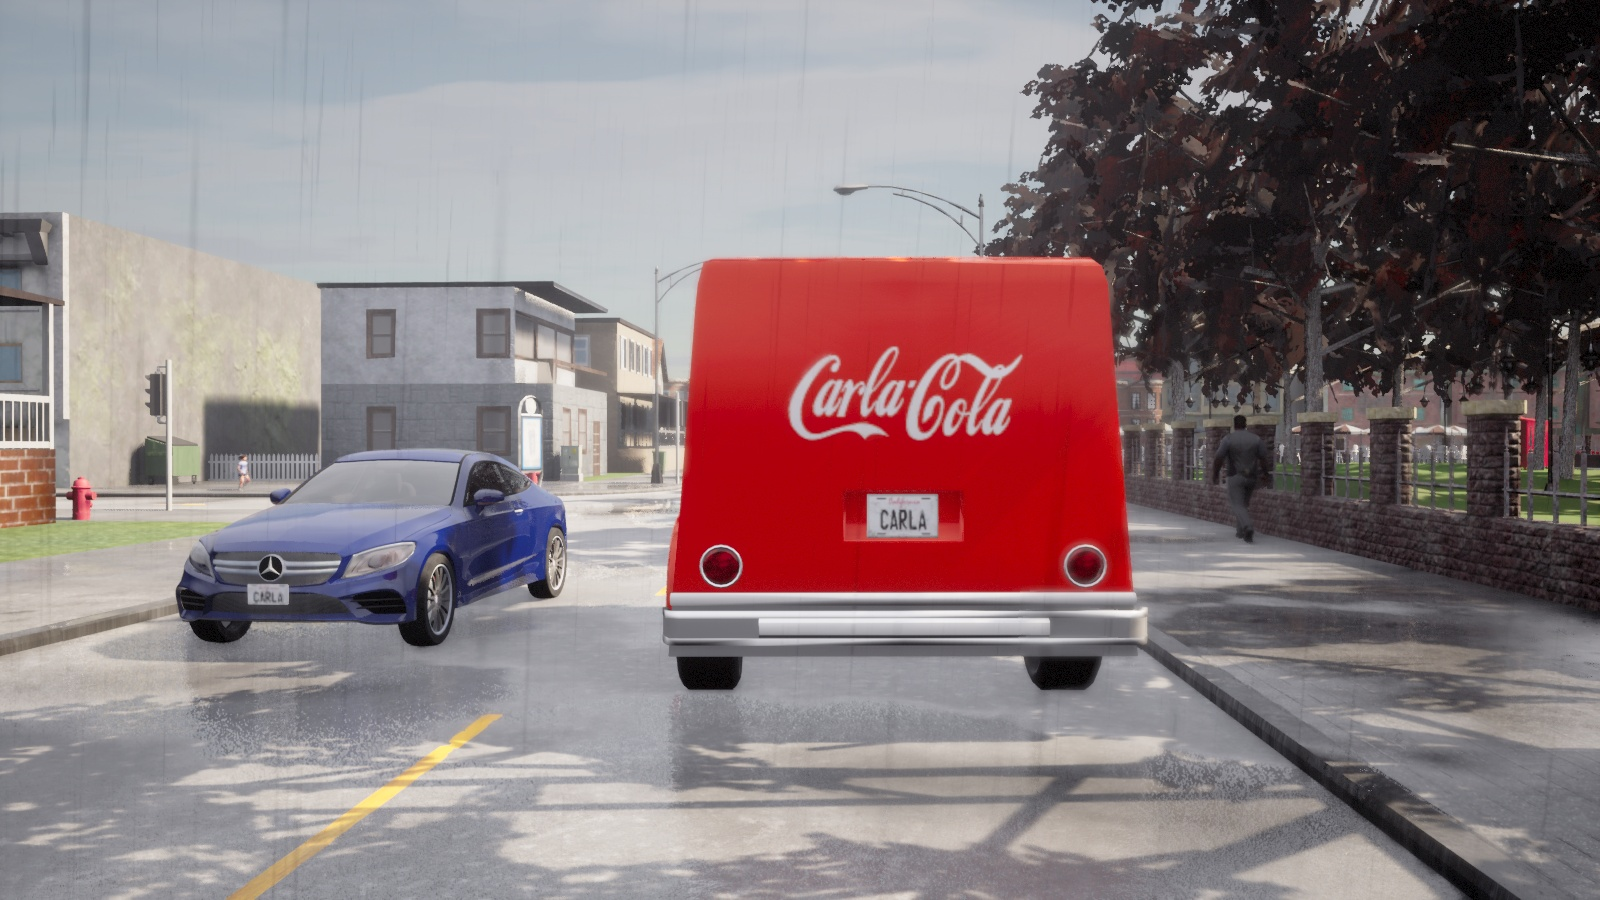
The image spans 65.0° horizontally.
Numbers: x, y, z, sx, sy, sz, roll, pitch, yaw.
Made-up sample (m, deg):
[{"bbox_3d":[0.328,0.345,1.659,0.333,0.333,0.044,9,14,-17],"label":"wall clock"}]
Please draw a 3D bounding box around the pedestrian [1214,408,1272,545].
[{"bbox_3d":[6.227,0.361,17.681,0.563,1.883,0.849,0,0,3],"label":"pedestrian"}]

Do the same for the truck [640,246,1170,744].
[{"bbox_3d":[0.519,0.210,8.828,2.627,2.467,5.204,0,0,0],"label":"truck"}]

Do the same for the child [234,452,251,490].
[{"bbox_3d":[-16.343,0.615,36.818,0.394,1.110,0.255,0,0,18],"label":"child"}]

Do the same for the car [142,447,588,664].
[{"bbox_3d":[-3.370,0.708,10.874,1.812,1.442,4.674,0,0,6],"label":"car"}]
